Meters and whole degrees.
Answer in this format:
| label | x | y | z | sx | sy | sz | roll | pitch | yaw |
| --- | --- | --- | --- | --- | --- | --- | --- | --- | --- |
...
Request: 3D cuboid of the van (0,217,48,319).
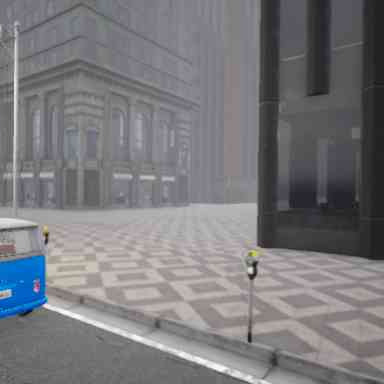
| label | x | y | z | sx | sy | sz | roll | pitch | yaw |
| --- | --- | --- | --- | --- | --- | --- | --- | --- | --- |
| van | -4.379 | 1.318 | 6.118 | 3.998 | 1.788 | 1.690 | 0 | 1 | 36 |
